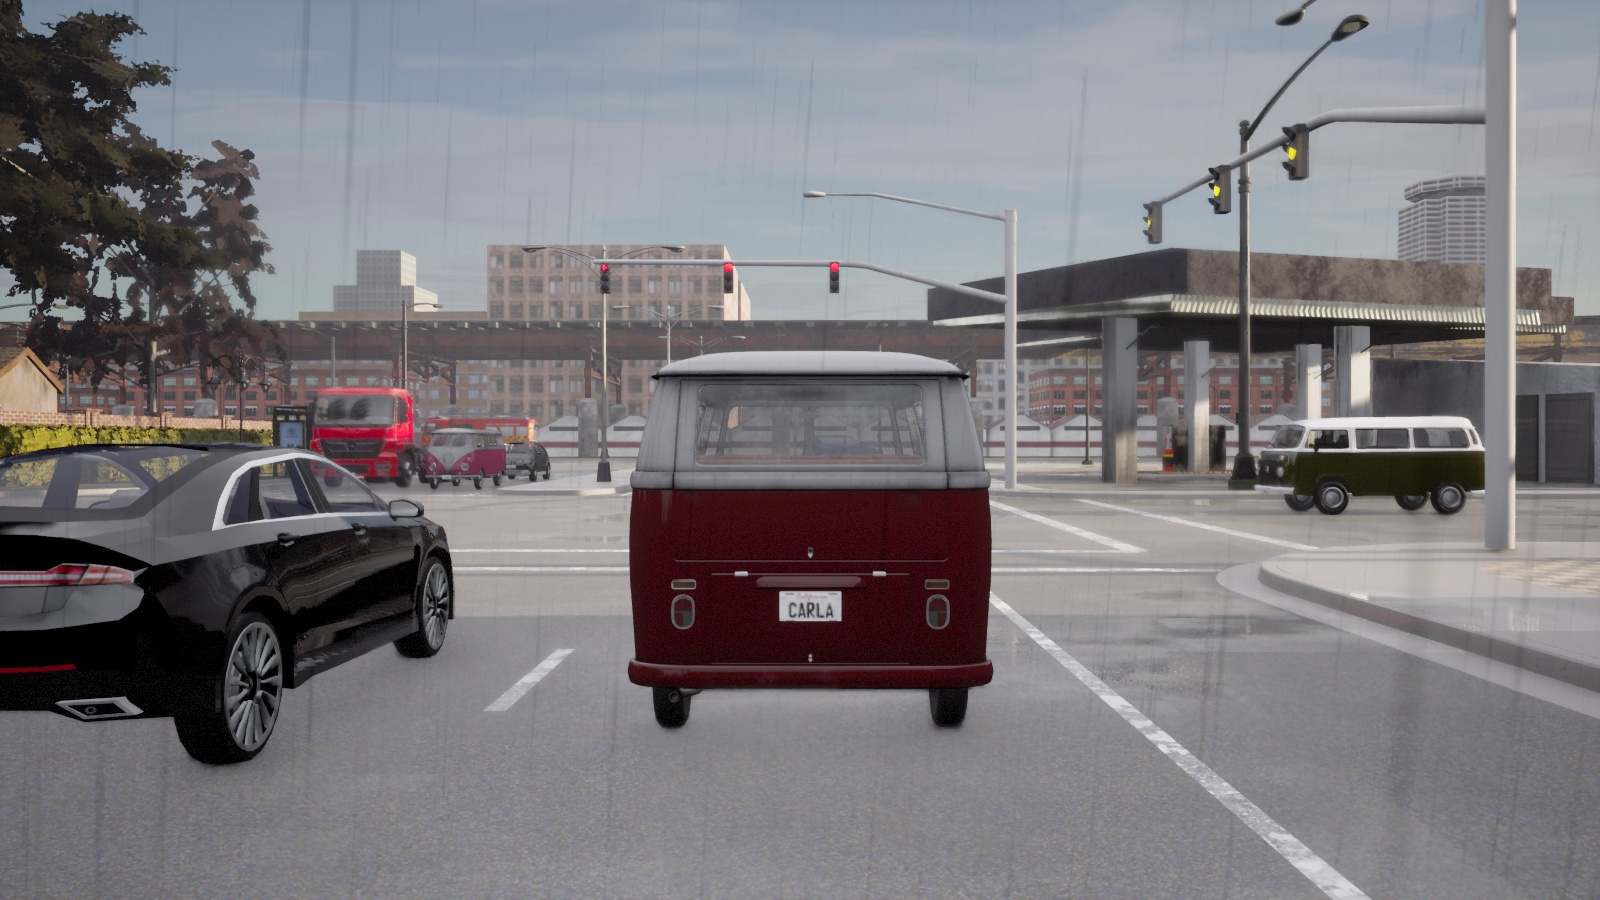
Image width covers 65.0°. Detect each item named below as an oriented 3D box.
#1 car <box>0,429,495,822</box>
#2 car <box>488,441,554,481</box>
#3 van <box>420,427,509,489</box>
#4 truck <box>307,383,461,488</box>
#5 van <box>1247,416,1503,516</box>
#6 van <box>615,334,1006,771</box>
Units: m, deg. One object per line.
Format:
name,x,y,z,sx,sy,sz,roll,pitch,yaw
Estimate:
car,-3.443,0.659,7.278,2.128,1.511,4.902,0,0,0
car,-11.192,0.431,50.571,1.789,1.549,3.705,0,0,0
van,-11.240,0.251,42.333,1.775,1.987,4.442,0,0,0
truck,-14.768,-0.503,45.326,2.891,3.462,7.936,0,0,0
van,12.091,0.329,26.639,4.480,2.038,2.069,0,0,-1
van,0.061,0.454,7.931,1.775,1.987,4.442,0,0,0
